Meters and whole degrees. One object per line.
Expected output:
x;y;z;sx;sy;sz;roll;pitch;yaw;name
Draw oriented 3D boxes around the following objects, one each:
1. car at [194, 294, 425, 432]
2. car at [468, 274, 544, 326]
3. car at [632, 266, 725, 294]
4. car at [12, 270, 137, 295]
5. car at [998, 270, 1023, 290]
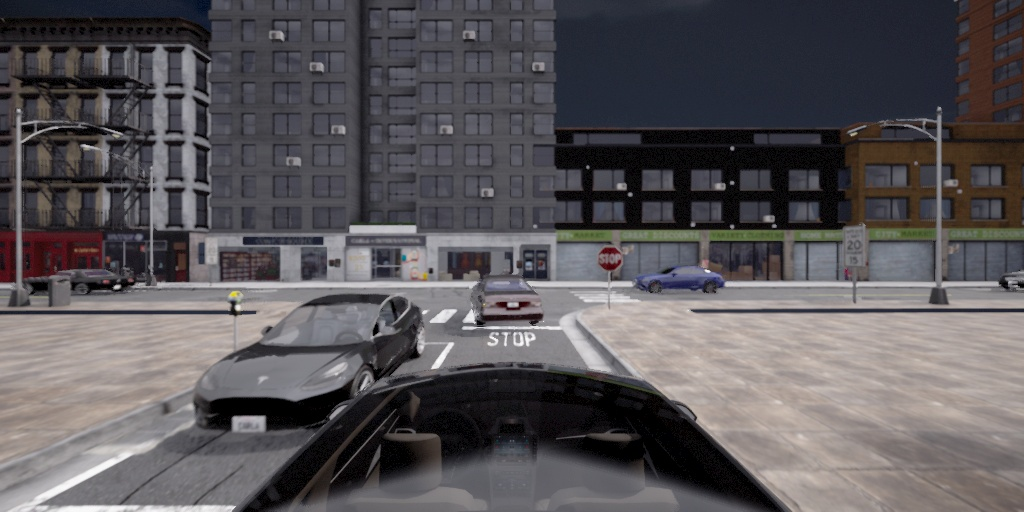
-2.638;1.315;5.773;1.948;1.339;4.313;0;0;0;car
-0.366;1.297;11.703;2.033;1.411;5.357;0;0;-9;car
8.921;1.245;19.319;4.674;1.442;1.812;0;0;0;car
-23.487;1.400;19.330;4.718;1.301;1.895;0;0;0;car
29.444;1.174;19.310;4.902;1.511;2.128;0;0;0;car
